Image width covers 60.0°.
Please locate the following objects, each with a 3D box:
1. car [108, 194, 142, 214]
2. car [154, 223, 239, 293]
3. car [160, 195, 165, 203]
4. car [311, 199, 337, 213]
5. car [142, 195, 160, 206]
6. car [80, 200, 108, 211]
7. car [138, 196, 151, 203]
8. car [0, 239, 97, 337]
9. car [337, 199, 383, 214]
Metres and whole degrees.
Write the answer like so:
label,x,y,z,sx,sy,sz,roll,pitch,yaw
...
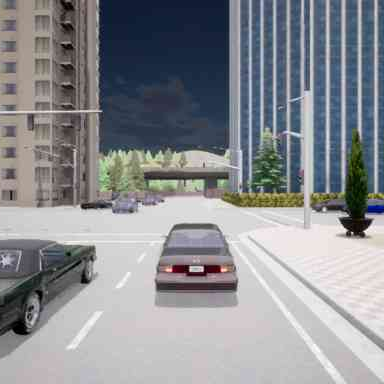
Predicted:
label,x,y,z,sx,sy,sz,roll,pitch,yaw
car,-7.028,1.352,35.294,2.097,1.767,4.553,0,0,0
car,0.093,1.547,8.998,2.033,1.411,5.357,0,0,0
car,-6.861,1.353,68.976,2.097,1.767,4.553,0,0,0
car,15.665,1.505,36.560,4.892,1.490,1.837,0,0,0
car,-6.978,1.352,54.879,2.097,1.767,4.553,0,0,0
car,-11.883,1.601,41.569,1.895,1.301,4.718,0,0,17
car,-10.354,1.539,72.475,2.033,1.411,5.357,0,0,0
car,-3.425,1.601,6.659,1.895,1.301,4.718,0,0,1
car,17.616,1.477,33.076,5.008,1.535,1.882,0,0,0
